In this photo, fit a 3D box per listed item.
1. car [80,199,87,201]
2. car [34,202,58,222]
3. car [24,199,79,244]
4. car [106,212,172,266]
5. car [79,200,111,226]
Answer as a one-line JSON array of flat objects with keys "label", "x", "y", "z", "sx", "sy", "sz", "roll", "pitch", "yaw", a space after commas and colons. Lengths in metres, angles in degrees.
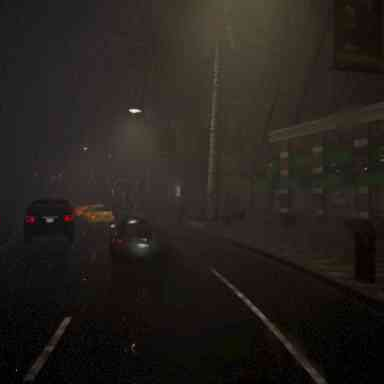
[{"label": "car", "x": -10.420, "y": 1.579, "z": 32.204, "sx": 2.097, "sy": 1.767, "sz": 4.553, "roll": 0, "pitch": 0, "yaw": -25}, {"label": "car", "x": -13.267, "y": 1.702, "z": 30.070, "sx": 1.882, "sy": 1.535, "sz": 5.008, "roll": 0, "pitch": 0, "yaw": -25}, {"label": "car", "x": -7.222, "y": 1.349, "z": 17.003, "sx": 2.150, "sy": 2.045, "sz": 5.566, "roll": 0, "pitch": 0, "yaw": -22}, {"label": "car", "x": -1.986, "y": 1.643, "z": 12.090, "sx": 1.994, "sy": 1.385, "sz": 4.181, "roll": 0, "pitch": 0, "yaw": -14}, {"label": "car", "x": -7.112, "y": 1.629, "z": 24.953, "sx": 1.801, "sy": 1.575, "sz": 5.366, "roll": 0, "pitch": 0, "yaw": -25}]
